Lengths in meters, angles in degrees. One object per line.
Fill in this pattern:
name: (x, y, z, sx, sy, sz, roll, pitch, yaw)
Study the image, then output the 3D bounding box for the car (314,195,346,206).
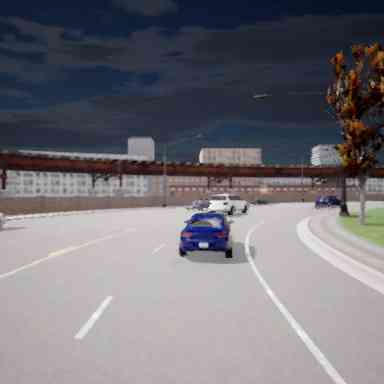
car: (21.291, 1.335, 51.401, 5.008, 1.535, 1.882, -1, -2, -31)

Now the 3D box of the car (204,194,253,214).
car: (3.739, 1.229, 33.163, 2.150, 2.045, 5.566, -2, -1, 32)

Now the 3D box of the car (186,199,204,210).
car: (1.126, 1.611, 41.842, 1.812, 1.442, 4.674, -1, -1, 37)

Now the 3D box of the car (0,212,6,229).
car: (-12.775, 1.596, 18.898, 1.812, 1.442, 4.674, -1, 0, 12)

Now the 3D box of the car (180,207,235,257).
car: (0.665, 1.538, 13.001, 1.812, 1.442, 4.674, -1, 0, 7)

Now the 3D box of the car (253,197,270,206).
car: (11.288, 1.597, 56.781, 4.892, 1.490, 1.837, -1, -1, -37)

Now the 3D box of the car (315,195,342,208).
car: (18.810, 1.193, 45.334, 4.553, 1.767, 2.097, -1, 0, -37)
